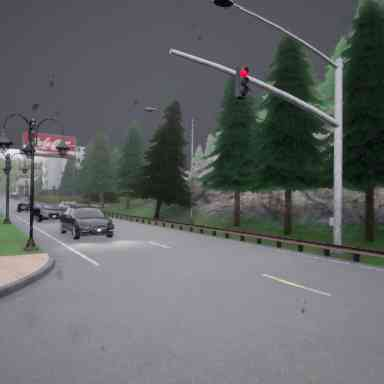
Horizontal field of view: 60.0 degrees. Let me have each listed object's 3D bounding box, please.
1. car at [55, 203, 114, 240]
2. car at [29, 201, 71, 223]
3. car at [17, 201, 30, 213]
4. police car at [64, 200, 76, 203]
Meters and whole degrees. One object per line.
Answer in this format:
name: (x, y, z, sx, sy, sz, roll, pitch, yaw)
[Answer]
car: (-5.591, 1.528, 17.428, 1.837, 1.490, 4.892, 1, -1, -32)
car: (-11.217, 1.629, 26.198, 1.994, 1.385, 4.181, 1, -1, -33)
car: (-18.893, 1.684, 38.188, 1.994, 1.385, 4.181, 1, -1, -32)
police car: (-13.810, 1.678, 36.900, 2.038, 1.542, 4.974, 1, -1, -33)
